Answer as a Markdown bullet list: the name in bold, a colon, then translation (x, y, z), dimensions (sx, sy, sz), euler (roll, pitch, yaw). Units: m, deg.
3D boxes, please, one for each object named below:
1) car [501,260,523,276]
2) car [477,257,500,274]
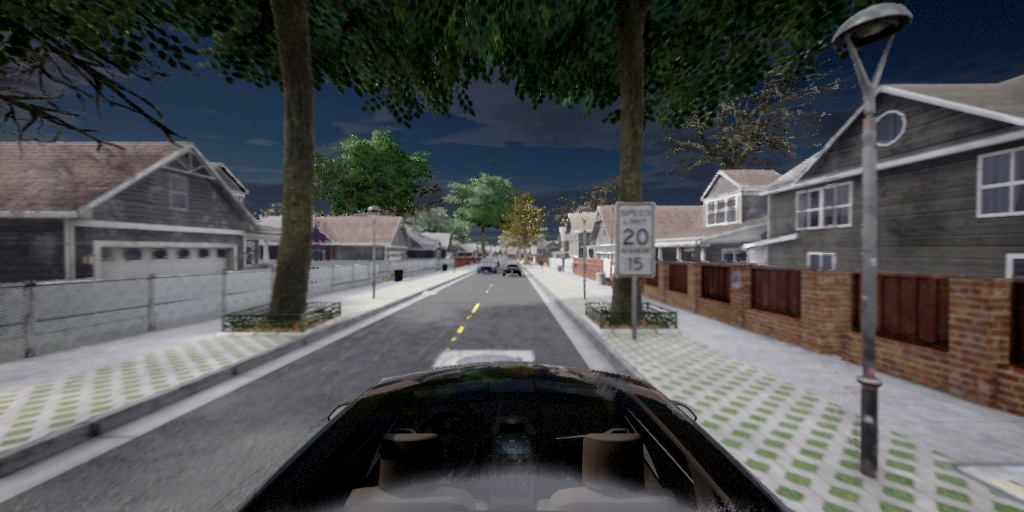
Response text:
- **car**: translation (0.014, 1.194, 35.682), dimensions (1.837, 1.490, 4.892), euler (0, 0, 0)
- **car**: translation (-2.743, 1.034, 40.157), dimensions (2.097, 1.767, 4.553), euler (0, 0, 0)
